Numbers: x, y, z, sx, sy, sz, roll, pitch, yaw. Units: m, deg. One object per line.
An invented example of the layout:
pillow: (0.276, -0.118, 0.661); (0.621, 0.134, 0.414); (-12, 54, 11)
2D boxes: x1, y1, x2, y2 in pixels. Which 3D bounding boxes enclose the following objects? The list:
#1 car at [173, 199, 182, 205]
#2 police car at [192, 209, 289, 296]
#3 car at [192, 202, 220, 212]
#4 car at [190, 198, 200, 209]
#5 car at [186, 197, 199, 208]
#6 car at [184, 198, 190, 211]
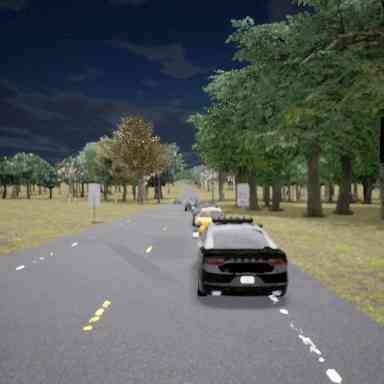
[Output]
car: (-3.432, 2.281, 78.958); (1.994, 1.385, 4.181); (0, -1, 0)
police car: (1.056, 1.478, 8.895); (1.930, 1.638, 5.238); (0, 0, 0)
car: (1.065, 1.575, 18.978); (1.801, 1.575, 5.366); (0, 0, 0)
car: (1.068, 1.509, 24.764); (2.097, 1.767, 4.553); (0, 0, 0)
car: (0.051, 1.829, 58.307); (2.097, 1.767, 4.553); (0, -1, 0)
car: (0.067, 1.689, 45.730); (2.097, 1.767, 4.553); (0, -1, 1)
